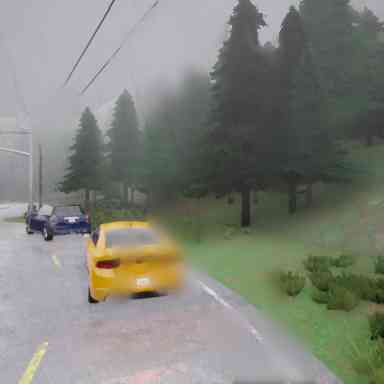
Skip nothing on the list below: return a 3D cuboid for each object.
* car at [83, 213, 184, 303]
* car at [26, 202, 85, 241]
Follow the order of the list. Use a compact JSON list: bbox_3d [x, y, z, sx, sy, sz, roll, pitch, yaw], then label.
[{"bbox_3d":[-1.665,1.478,8.400,1.882,1.535,5.008,0,0,-18],"label":"car"},{"bbox_3d":[-6.928,1.352,17.052,2.097,1.767,4.553,0,0,-40],"label":"car"}]
